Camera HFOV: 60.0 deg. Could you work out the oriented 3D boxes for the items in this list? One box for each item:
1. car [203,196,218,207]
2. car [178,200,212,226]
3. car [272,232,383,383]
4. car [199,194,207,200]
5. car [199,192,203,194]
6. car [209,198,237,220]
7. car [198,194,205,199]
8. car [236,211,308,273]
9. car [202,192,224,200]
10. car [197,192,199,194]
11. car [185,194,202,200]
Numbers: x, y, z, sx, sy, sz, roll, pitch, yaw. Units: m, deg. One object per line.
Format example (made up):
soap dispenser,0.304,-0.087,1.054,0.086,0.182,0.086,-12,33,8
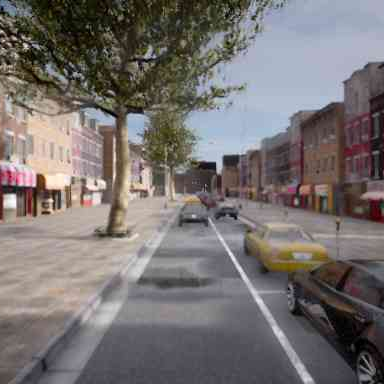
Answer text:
car,2.651,1.379,48.912,1.947,1.339,4.313,1,0,0
car,0.102,1.490,22.920,1.994,1.385,4.181,0,0,0
car,2.646,1.553,4.582,1.947,1.339,4.313,1,0,0
car,2.655,1.206,82.157,1.887,1.381,4.507,1,0,0
car,2.655,1.103,54.452,2.192,1.841,5.009,1,0,0
car,2.649,1.462,26.748,2.008,1.369,4.403,1,0,0
car,2.656,1.177,93.238,1.947,1.339,4.313,1,0,0
car,2.647,1.496,10.293,1.752,1.417,4.829,1,0,0
car,2.654,1.178,37.829,2.192,1.841,5.009,1,0,0
car,2.657,1.027,71.074,2.192,1.841,5.009,1,0,0
car,0.103,1.324,41.496,1.882,1.535,5.008,0,1,0
